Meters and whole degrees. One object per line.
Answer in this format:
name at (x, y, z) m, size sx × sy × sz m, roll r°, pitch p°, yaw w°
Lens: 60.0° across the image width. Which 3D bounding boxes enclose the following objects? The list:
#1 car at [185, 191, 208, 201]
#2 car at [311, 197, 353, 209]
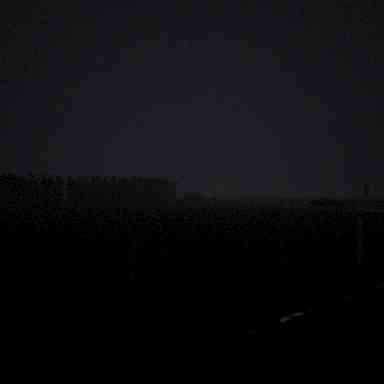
car at (0.756, 0.865, 63.204) m, size 2.150 × 2.045 × 5.566 m, roll -1°, pitch 0°, yaw -35°
car at (16.965, 1.312, 40.265) m, size 1.895 × 1.301 × 4.718 m, roll -1°, pitch 1°, yaw -35°
